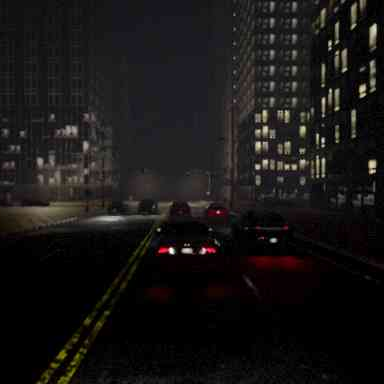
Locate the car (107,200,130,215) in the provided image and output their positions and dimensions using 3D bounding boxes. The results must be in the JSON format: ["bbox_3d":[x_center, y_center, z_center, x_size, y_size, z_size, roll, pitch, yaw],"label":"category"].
[{"bbox_3d":[-8.043,1.683,36.521,2.128,1.511,4.902,0,0,-2],"label":"car"}]

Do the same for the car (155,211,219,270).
[{"bbox_3d":[-0.226,1.604,11.239,2.033,1.411,5.357,0,0,-2],"label":"car"}]

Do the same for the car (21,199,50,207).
[{"bbox_3d":[-24.971,1.744,53.167,4.313,1.339,1.947,0,0,-1],"label":"car"}]

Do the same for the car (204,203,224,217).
[{"bbox_3d":[2.164,1.701,30.545,1.994,1.385,4.181,0,0,-3],"label":"car"}]

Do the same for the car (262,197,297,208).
[{"bbox_3d":[13.940,1.740,54.410,5.009,1.841,2.192,0,0,-2],"label":"car"}]

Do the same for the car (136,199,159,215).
[{"bbox_3d":[-4.775,1.531,36.181,2.097,1.767,4.553,0,0,-2],"label":"car"}]

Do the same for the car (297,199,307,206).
[{"bbox_3d":[19.166,1.889,62.943,4.829,1.417,1.752,0,0,-2],"label":"car"}]

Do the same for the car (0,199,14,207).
[{"bbox_3d":[-30.655,1.724,53.041,4.206,1.307,1.802,0,0,-1],"label":"car"}]

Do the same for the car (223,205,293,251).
[{"bbox_3d":[2.871,1.555,14.516,2.128,1.511,4.902,0,0,-2],"label":"car"}]

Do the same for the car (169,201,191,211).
[{"bbox_3d":[-1.125,1.627,31.338,1.882,1.535,5.008,0,0,-3],"label":"car"}]
